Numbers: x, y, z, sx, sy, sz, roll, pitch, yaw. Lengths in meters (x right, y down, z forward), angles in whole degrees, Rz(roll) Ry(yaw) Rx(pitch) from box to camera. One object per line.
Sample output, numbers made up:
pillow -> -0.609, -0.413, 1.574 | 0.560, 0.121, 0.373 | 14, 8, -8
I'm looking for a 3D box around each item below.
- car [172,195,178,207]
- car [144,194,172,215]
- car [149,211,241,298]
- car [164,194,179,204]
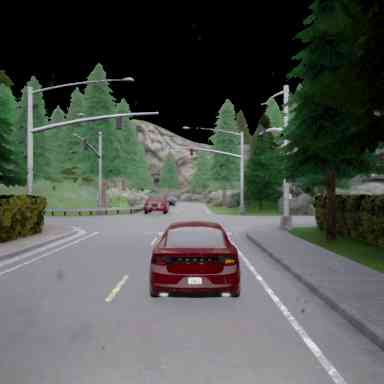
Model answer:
car -> -3.564, 1.601, 51.285 | 1.895, 1.301, 4.718 | 0, 0, 0
car -> -3.563, 1.219, 34.205 | 2.150, 2.045, 5.566 | 0, 0, 0
car -> 0.074, 1.478, 8.578 | 1.882, 1.535, 5.008 | 0, 0, 0
car -> -4.113, 1.351, 65.386 | 2.097, 1.767, 4.553 | 0, 0, -14
